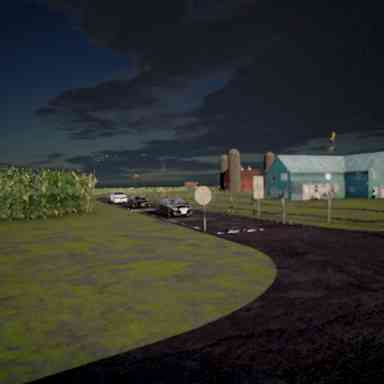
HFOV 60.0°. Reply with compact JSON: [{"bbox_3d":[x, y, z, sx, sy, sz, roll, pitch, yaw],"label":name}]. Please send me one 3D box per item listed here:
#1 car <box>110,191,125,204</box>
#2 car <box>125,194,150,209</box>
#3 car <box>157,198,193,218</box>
[{"bbox_3d":[-12.016,0.898,54.458,2.150,2.045,5.566,-2,1,-21],"label":"car"},{"bbox_3d":[-6.374,1.189,39.682,1.837,1.490,4.892,-2,1,-21],"label":"car"},{"bbox_3d":[-1.469,1.221,27.017,2.128,1.511,4.902,-2,1,-21],"label":"car"}]
